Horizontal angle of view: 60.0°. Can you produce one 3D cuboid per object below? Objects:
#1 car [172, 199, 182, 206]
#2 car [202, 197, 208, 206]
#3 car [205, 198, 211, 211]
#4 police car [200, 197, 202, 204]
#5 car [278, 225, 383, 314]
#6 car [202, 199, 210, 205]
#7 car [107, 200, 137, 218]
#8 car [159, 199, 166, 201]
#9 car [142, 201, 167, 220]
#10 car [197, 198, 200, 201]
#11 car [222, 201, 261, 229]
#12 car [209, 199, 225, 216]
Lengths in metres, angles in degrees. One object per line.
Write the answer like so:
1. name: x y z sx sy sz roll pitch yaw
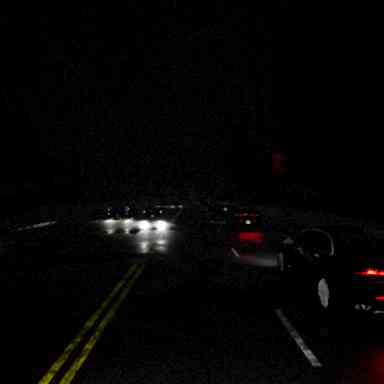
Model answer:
1. car: -3.253 2.189 71.610 1.882 1.535 5.008 0 -1 0
2. car: 3.248 1.997 56.828 2.128 1.511 4.902 0 -1 0
3. car: 3.248 1.921 45.821 1.994 1.385 4.181 0 -1 0
4. police car: 3.247 2.097 67.945 1.930 1.638 5.238 0 -1 0
5. car: 3.350 1.512 7.582 1.837 1.490 4.892 0 -1 0
6. car: 3.247 2.355 78.841 1.837 1.490 4.892 0 -1 0
7. car: -6.596 1.536 31.713 2.097 1.767 4.553 0 -1 0
8. car: -6.502 2.276 73.244 2.033 1.411 5.357 0 -1 0
9. car: -3.349 1.770 30.400 1.895 1.301 4.718 0 -1 0
10. car: 3.246 2.271 89.883 2.150 2.045 5.566 0 -1 0
11. car: 3.349 1.595 22.293 1.837 1.490 4.892 0 -1 0
12. car: 3.248 1.723 34.846 2.163 1.488 4.792 0 -1 0
